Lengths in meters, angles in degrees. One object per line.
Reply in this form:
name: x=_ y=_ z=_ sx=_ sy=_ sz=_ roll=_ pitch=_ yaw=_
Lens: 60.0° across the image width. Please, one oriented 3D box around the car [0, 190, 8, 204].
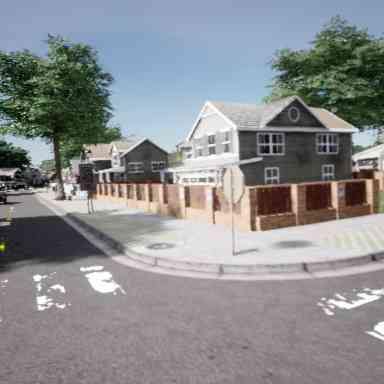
car: x=-21.084 y=0.523 z=36.152 sx=2.033 sy=1.411 sz=5.357 roll=-5 pitch=3 yaw=-27
